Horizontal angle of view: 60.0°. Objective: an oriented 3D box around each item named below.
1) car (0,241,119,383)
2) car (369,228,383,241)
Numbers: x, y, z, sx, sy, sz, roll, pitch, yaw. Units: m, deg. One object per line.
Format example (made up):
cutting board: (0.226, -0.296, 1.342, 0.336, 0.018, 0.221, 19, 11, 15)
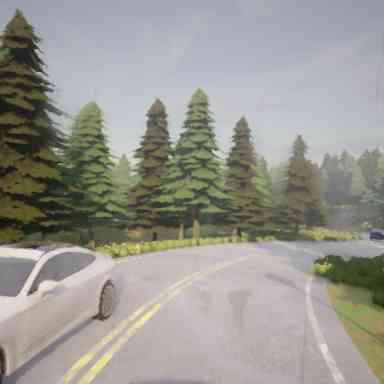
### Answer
car: (-2.628, 1.528, 4.959, 1.812, 1.442, 4.674, 1, -2, 11)
car: (22.633, 5.146, 40.261, 1.882, 1.535, 5.008, 2, -4, 30)
